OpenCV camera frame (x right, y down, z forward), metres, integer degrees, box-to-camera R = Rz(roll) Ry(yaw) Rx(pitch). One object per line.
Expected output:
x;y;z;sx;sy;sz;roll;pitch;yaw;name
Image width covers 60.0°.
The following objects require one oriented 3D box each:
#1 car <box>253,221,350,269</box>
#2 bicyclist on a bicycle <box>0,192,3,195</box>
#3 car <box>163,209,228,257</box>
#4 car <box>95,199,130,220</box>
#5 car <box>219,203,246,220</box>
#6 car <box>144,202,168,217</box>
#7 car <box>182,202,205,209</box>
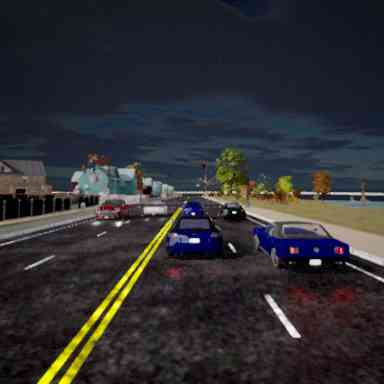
3.343;1.609;11.198;1.895;1.301;4.718;0;0;0;car
-29.610;0.859;51.469;0.582;1.620;1.656;1;0;-35;bicyclist on a bicycle
0.094;1.574;12.959;1.994;1.385;4.181;0;0;0;car
-6.592;1.380;27.903;2.097;1.767;4.553;0;0;0;car
3.345;1.593;28.242;1.994;1.385;4.181;0;0;0;car
-3.339;1.634;31.245;1.895;1.301;4.718;0;0;0;car
0.096;1.555;28.480;1.812;1.442;4.674;0;0;0;car
